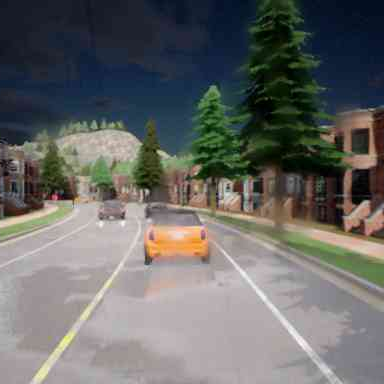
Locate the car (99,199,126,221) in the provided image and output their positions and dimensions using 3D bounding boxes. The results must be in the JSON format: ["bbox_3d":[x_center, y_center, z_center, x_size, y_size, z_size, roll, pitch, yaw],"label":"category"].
[{"bbox_3d":[-6.728,1.434,28.166,2.097,1.767,4.553,0,0,-12],"label":"car"}]

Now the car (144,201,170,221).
[{"bbox_3d":[-3.159,1.585,29.193,1.837,1.490,4.892,0,0,-12],"label":"car"}]

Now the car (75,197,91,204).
[{"bbox_3d":[-22.053,1.679,67.292,1.882,1.535,5.008,0,0,-36],"label":"car"}]

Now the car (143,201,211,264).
[{"bbox_3d":[-0.601,1.384,12.171,2.097,1.767,4.553,0,0,-5],"label":"car"}]
